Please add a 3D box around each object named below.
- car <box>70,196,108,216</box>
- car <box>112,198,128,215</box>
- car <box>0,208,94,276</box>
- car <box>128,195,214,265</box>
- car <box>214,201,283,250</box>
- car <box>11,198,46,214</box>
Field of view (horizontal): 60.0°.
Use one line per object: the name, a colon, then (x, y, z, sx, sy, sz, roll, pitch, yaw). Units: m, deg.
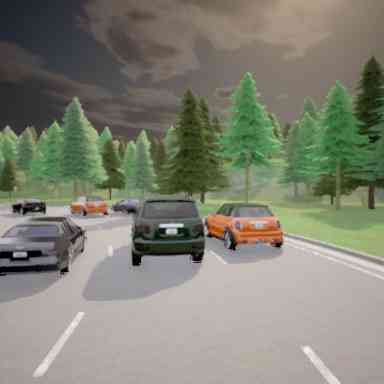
car: (-9.101, 1.118, 29.107, 2.097, 1.767, 4.553, -1, 1, -36)
car: (-5.731, 1.271, 30.463, 1.812, 1.442, 4.674, 0, 0, -35)
car: (-4.432, 1.468, 10.131, 2.033, 1.411, 5.357, 0, 0, -11)
car: (-1.039, 1.122, 11.635, 2.150, 2.045, 5.566, 0, 1, -10)
car: (1.953, 1.223, 14.013, 2.097, 1.767, 4.553, 0, 1, -12)
car: (-14.821, 1.249, 30.052, 1.882, 1.535, 5.008, 0, 0, -43)
